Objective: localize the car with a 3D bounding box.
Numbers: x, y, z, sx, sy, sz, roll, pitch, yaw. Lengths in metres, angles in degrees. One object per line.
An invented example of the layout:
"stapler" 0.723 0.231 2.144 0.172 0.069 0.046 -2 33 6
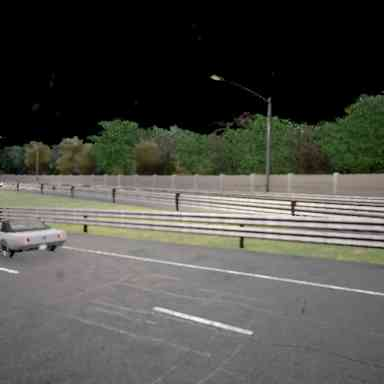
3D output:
"car" -7.170 1.714 13.277 4.718 1.301 1.895 -1 0 36
